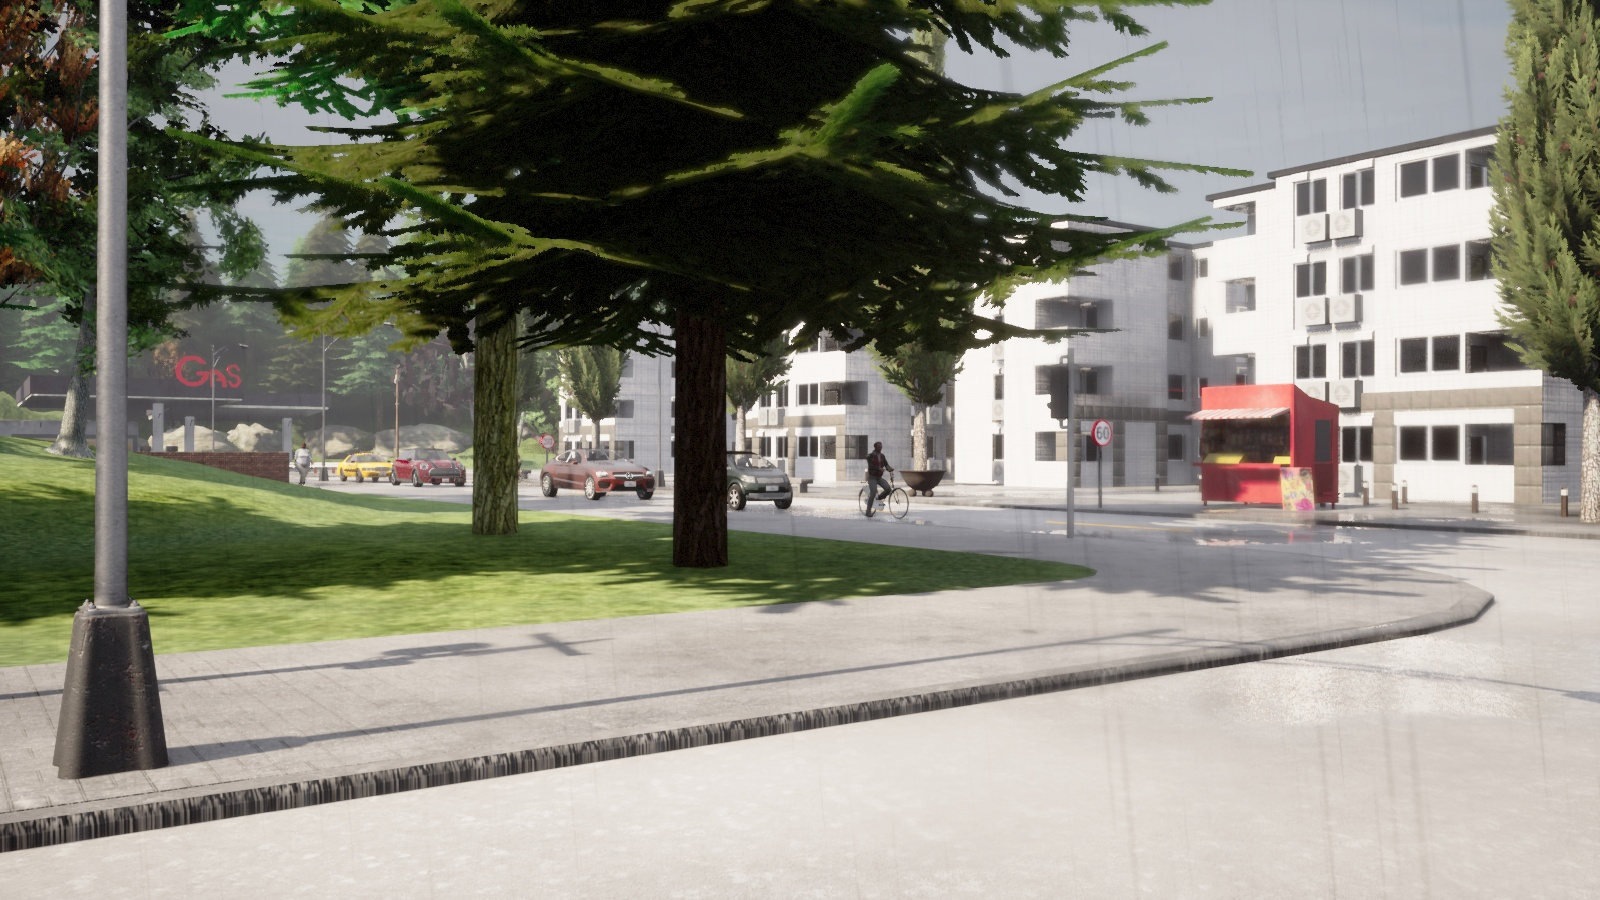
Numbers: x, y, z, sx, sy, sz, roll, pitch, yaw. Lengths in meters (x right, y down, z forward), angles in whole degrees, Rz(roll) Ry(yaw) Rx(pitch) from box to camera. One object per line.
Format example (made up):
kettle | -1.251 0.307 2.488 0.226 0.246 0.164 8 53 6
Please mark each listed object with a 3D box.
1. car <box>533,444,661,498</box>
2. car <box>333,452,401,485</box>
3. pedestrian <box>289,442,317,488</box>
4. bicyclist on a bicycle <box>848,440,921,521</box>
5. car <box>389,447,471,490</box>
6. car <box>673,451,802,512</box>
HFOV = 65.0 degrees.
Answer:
car | -6.699 0.638 41.035 2.152 1.651 5.027 0 0 -35
car | -21.583 0.882 62.465 1.801 1.575 5.366 0 0 -35
pedestrian | -20.300 0.623 51.313 0.874 1.855 0.900 0 0 -35
bicyclist on a bicycle | 1.912 0.681 28.700 0.659 1.776 1.843 0 0 -34
car | -16.163 0.771 54.650 2.097 1.767 4.553 0 0 -35
car | -1.747 0.810 33.918 1.789 1.549 3.705 0 0 -35
